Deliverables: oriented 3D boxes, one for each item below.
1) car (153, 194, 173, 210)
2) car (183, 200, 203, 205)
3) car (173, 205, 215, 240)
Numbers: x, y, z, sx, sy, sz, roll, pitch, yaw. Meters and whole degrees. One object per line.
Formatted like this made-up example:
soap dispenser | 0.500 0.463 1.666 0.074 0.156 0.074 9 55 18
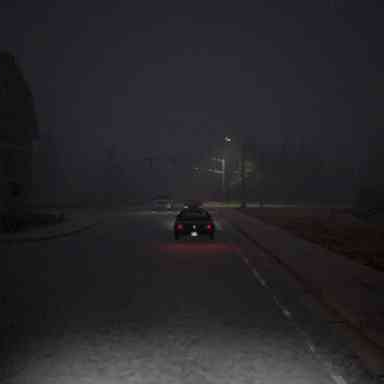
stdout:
car | -3.503 1.260 41.061 2.150 2.045 5.566 0 0 0
car | 0.100 1.471 31.366 1.812 1.442 4.674 0 0 0
car | 0.103 1.572 16.917 1.895 1.301 4.718 0 0 0
